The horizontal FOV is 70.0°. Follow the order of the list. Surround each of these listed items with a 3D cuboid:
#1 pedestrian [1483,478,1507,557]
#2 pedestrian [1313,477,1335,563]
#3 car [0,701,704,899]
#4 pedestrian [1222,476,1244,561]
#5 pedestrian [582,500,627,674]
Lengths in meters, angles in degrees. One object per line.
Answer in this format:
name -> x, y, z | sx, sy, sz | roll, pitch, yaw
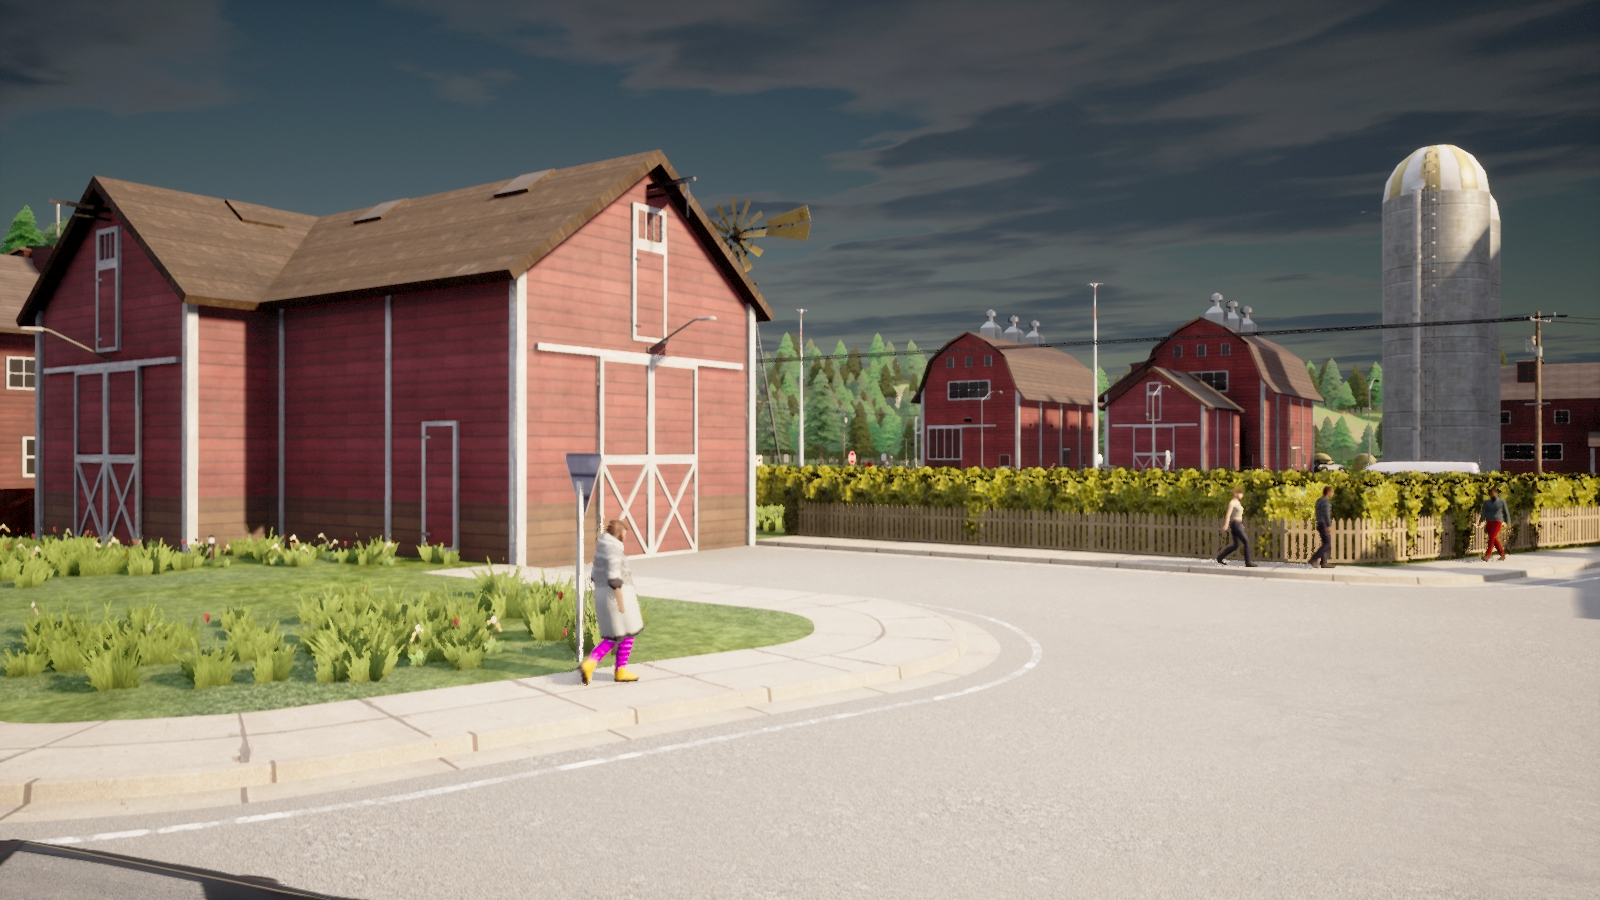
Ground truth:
pedestrian -> 16.612, 1.601, 27.307 | 0.375, 1.860, 0.375 | 0, 0, -32
pedestrian -> 11.463, 1.528, 24.981 | 0.375, 1.860, 0.375 | 0, 0, 15
car -> -2.720, 1.861, 3.239 | 4.514, 1.525, 2.007 | 0, 1, -20
pedestrian -> 9.610, 1.513, 25.339 | 0.375, 1.860, 0.375 | 0, 0, 36
pedestrian -> -2.158, 1.487, 12.580 | 0.375, 1.860, 0.375 | 0, 0, -32
